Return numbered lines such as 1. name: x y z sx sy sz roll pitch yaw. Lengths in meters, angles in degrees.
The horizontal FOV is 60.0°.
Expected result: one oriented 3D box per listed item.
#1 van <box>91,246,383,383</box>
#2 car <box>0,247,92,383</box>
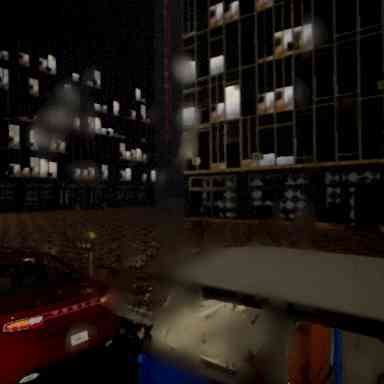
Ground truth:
1. van: 1.419 1.342 1.886 3.998 1.788 1.690 0 -1 36
2. car: -3.101 1.523 5.103 4.507 1.381 1.887 0 -1 36
